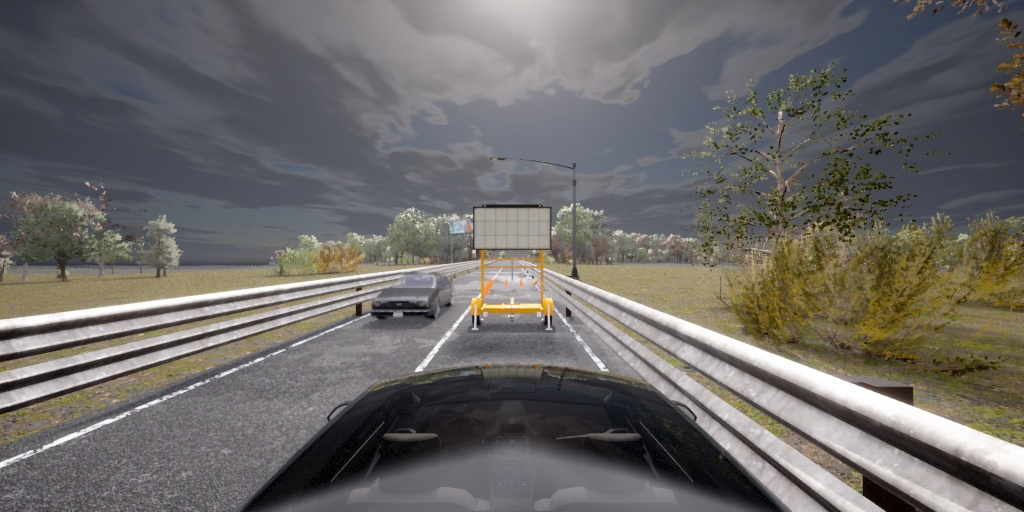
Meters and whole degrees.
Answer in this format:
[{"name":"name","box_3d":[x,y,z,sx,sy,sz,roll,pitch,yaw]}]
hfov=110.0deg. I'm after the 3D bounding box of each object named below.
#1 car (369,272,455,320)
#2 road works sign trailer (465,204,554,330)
[{"name":"car","box_3d":[-3.251,1.302,12.910,2.033,1.411,5.357,0,0,0]},{"name":"road works sign trailer","box_3d":[0.009,0.218,11.101,2.380,3.560,2.880,0,0,0]}]
